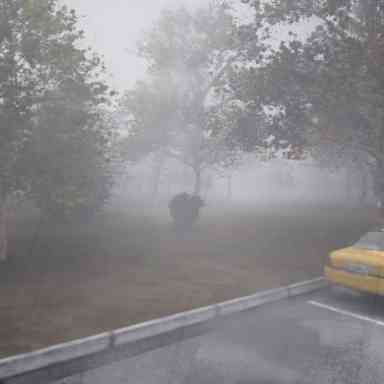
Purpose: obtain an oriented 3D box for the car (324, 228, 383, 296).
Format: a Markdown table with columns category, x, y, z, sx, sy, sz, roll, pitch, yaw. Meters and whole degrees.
| category | x | y | z | sx | sy | sz | roll | pitch | yaw |
| --- | --- | --- | --- | --- | --- | --- | --- | --- | --- |
| car | 5.389 | 1.454 | 7.883 | 5.366 | 1.575 | 1.946 | 0 | 0 | -33 |
